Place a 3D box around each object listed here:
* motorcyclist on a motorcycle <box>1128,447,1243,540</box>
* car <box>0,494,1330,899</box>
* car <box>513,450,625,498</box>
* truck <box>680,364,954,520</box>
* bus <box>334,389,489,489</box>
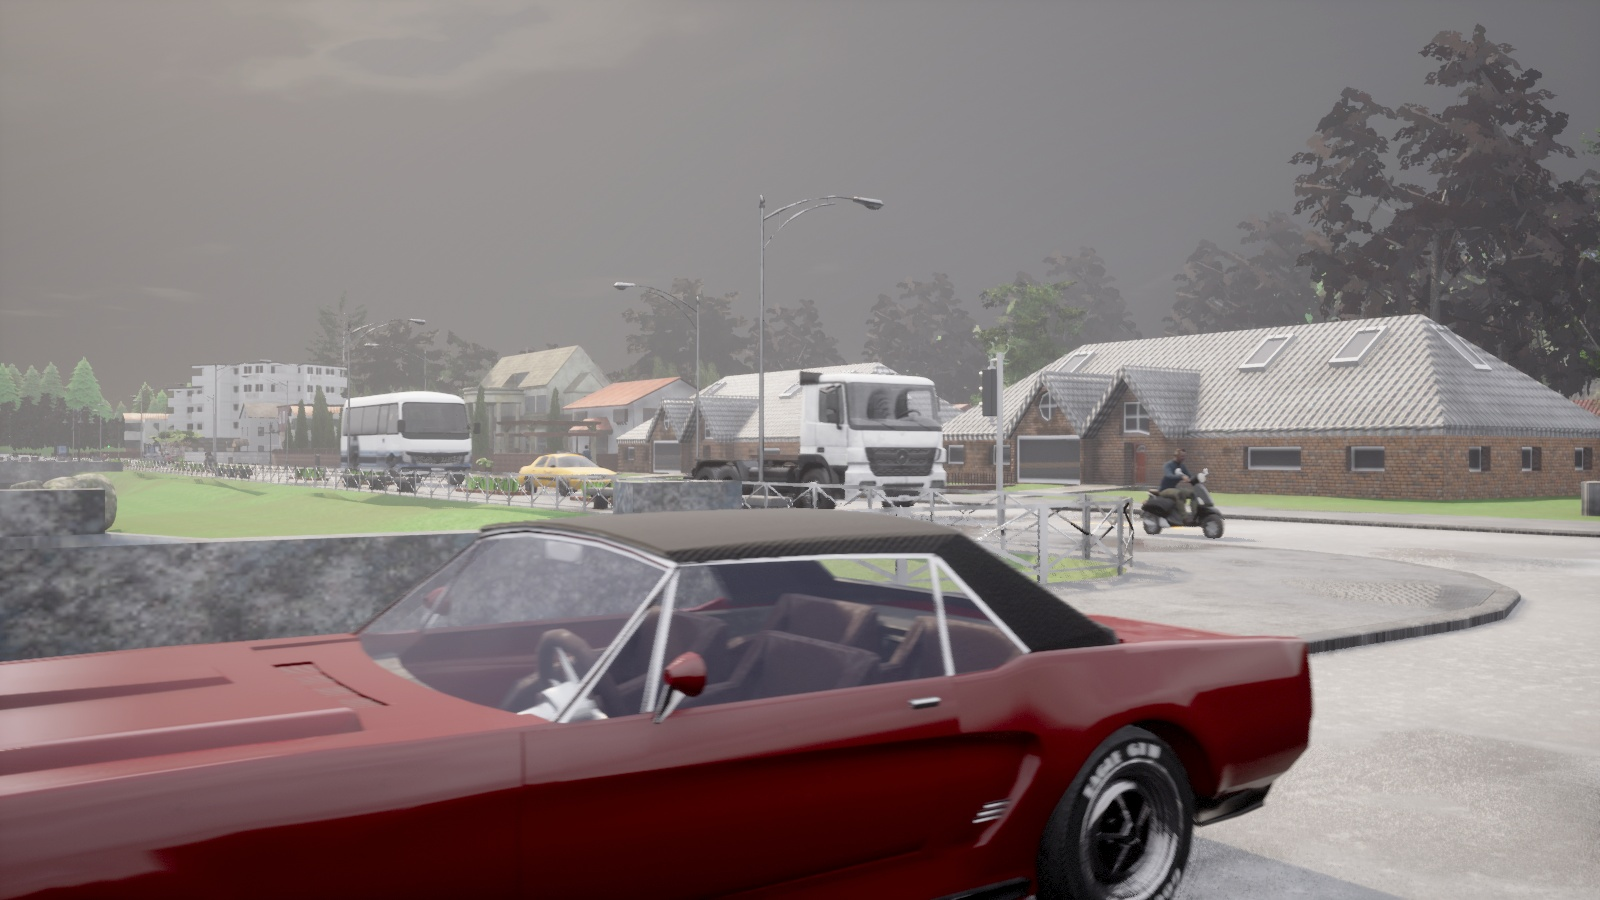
[{"bbox_3d":[6.856,0.738,22.400,0.866,1.590,1.817,0,0,-35],"label":"motorcyclist on a motorcycle"},{"bbox_3d":[-0.638,0.856,3.809,4.718,1.301,1.895,0,0,-35],"label":"car"},{"bbox_3d":[-8.164,0.809,43.970,1.801,1.575,5.366,0,0,-35],"label":"car"},{"bbox_3d":[0.173,-0.159,31.998,2.891,3.462,7.936,0,0,-35],"label":"truck"},{"bbox_3d":[-18.289,-0.450,58.510,3.944,4.253,10.273,0,0,-35],"label":"bus"}]
